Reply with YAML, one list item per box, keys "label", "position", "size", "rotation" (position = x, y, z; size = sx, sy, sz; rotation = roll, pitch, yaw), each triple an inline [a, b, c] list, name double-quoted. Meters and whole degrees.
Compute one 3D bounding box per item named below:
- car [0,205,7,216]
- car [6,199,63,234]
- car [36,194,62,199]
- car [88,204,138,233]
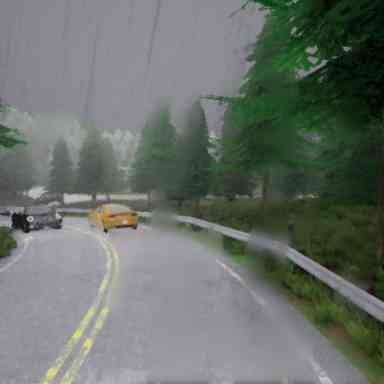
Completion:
- label: "car"
  position: [-21.588, 2.106, 36.918]
  size: [1.994, 1.385, 4.181]
  rotation: [-3, 1, -36]
- label: "car"
  position: [-9.878, 1.552, 21.073]
  size: [2.097, 1.767, 4.553]
  rotation: [-4, 1, -40]
- label: "car"
  position: [-25.595, 1.126, 59.826]
  size: [2.150, 2.045, 5.566]
  rotation: [2, 4, 19]
- label: "car"
  position: [-4.834, 1.457, 19.925]
  size: [1.882, 1.535, 5.008]
  rotation: [-2, 0, -30]
